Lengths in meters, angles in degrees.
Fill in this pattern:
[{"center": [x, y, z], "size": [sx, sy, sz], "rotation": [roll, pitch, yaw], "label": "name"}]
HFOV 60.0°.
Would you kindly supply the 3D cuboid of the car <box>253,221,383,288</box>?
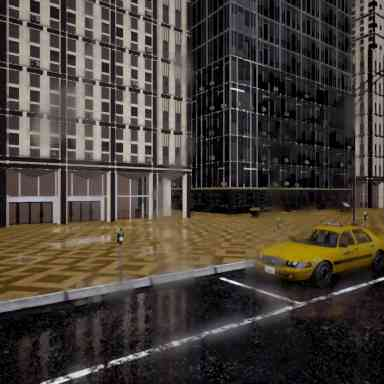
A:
[{"center": [3.808, 1.526, 9.264], "size": [4.829, 1.417, 1.752], "rotation": [0, 0, -35], "label": "car"}]
